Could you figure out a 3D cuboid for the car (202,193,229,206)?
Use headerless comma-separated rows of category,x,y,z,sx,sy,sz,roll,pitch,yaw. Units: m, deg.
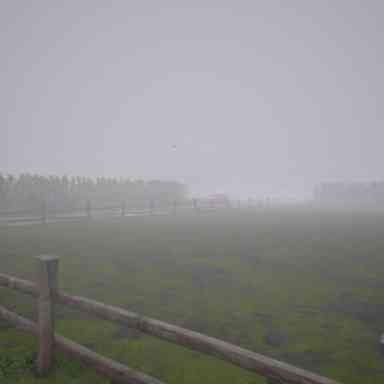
car,3.841,1.216,53.050,2.150,2.045,5.566,0,0,35
